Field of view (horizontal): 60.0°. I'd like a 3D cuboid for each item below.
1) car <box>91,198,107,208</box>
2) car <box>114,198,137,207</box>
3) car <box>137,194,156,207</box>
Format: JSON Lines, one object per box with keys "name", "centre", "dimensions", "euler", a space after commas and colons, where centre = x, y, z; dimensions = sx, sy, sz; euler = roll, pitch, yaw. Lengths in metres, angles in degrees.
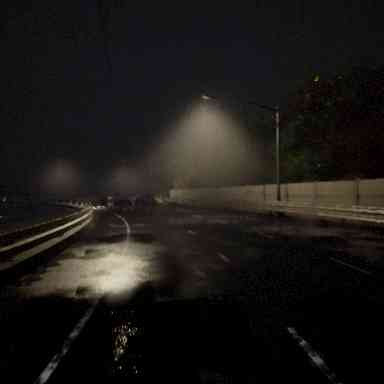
{"name": "car", "centre": [-15.172, 1.725, 54.042], "dimensions": [1.837, 1.490, 4.892], "euler": [0, -1, -30]}
{"name": "car", "centre": [-11.411, 1.685, 54.575], "dimensions": [2.128, 1.511, 4.902], "euler": [0, 0, -31]}
{"name": "car", "centre": [-7.860, 1.384, 55.777], "dimensions": [2.150, 2.045, 5.566], "euler": [0, -1, -27]}
